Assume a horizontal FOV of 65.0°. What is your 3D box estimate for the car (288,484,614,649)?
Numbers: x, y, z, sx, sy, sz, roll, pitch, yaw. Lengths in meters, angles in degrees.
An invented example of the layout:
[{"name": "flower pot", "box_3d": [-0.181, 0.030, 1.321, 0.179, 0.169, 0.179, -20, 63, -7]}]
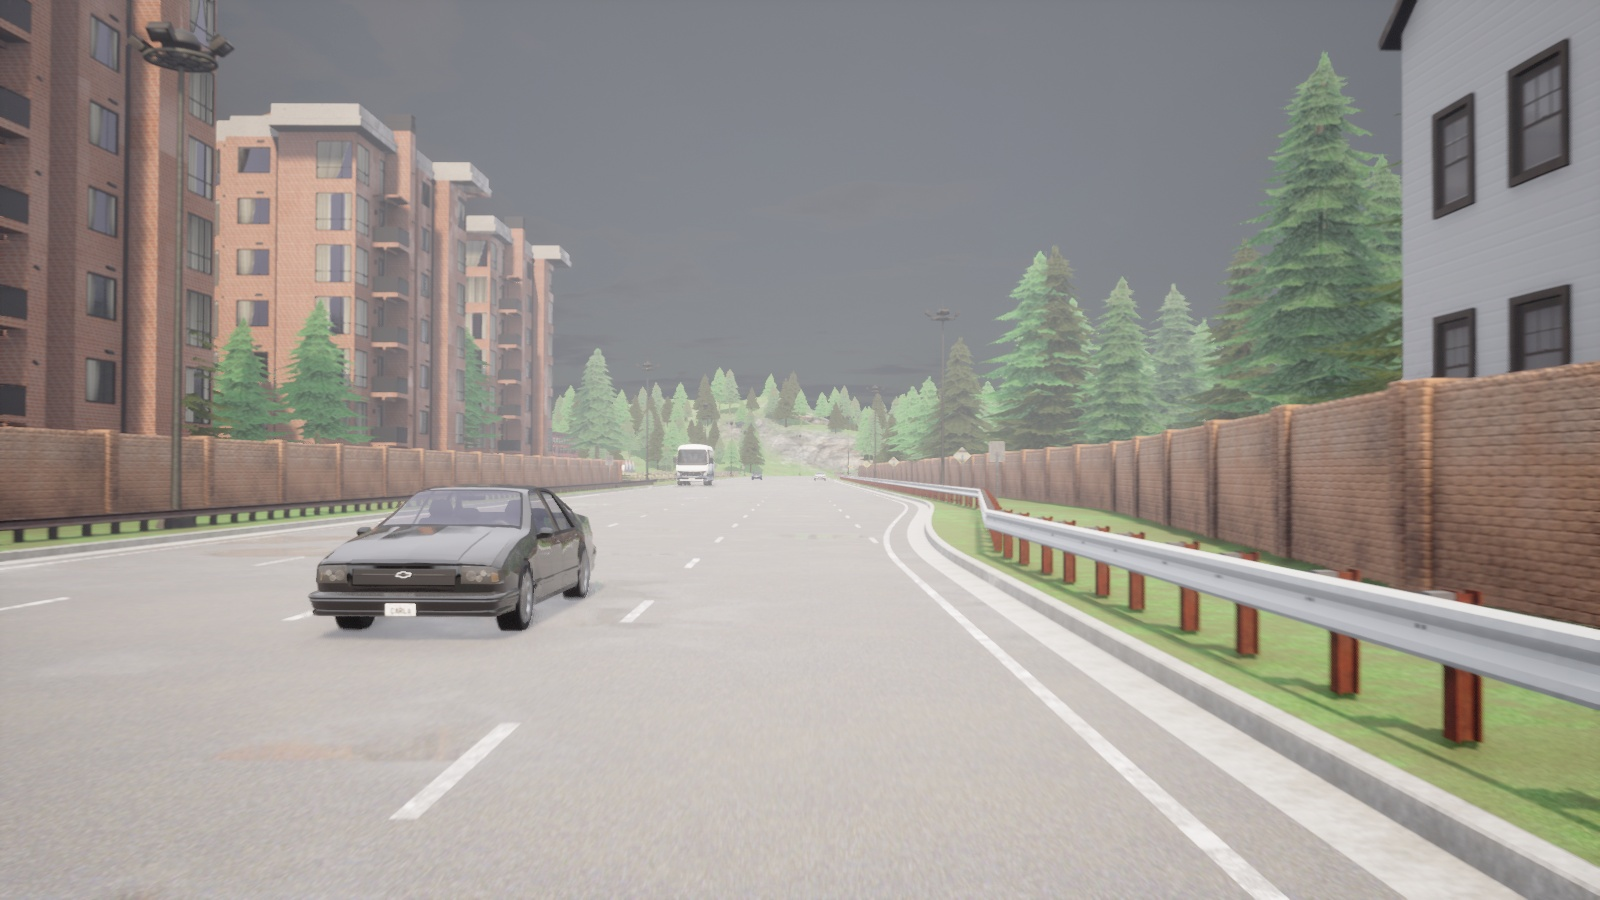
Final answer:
[{"name": "car", "box_3d": [-3.512, 1.108, 13.885, 2.033, 1.411, 5.357, 0, -1, 1]}]
